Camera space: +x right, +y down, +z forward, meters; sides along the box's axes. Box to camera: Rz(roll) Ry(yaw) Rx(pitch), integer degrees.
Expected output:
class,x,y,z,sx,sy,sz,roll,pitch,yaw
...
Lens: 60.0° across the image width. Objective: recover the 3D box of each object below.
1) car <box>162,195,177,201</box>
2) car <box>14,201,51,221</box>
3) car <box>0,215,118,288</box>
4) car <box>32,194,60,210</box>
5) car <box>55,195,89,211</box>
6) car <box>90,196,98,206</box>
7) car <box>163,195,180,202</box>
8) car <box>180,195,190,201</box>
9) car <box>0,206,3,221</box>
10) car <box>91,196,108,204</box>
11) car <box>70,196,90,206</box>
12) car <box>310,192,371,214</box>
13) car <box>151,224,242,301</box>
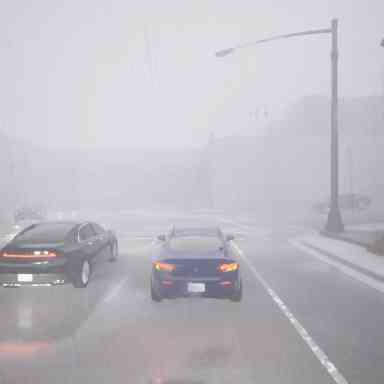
class,x,y,z,sx,sy,sz,roll,pitch,yaw
car,-5.712,1.552,85.254,1.994,1.385,4.181,0,0,24
car,-12.320,1.601,25.602,1.895,1.301,4.718,0,0,-18
car,-3.391,1.505,9.212,1.837,1.490,4.892,0,0,0
car,-18.103,1.220,41.763,2.150,2.045,5.566,0,0,-1
car,-14.571,1.477,40.853,1.882,1.535,5.008,0,0,-2
car,-14.852,1.504,53.227,1.837,1.490,4.892,0,0,-1
car,-4.553,1.355,75.402,2.097,1.767,4.553,0,0,6
car,-2.029,1.524,85.033,1.812,1.442,4.674,0,0,24
car,-15.279,1.352,23.952,2.097,1.767,4.553,0,0,-16
car,-18.571,1.546,67.094,2.033,1.411,5.357,0,0,-1
car,-18.386,1.502,54.882,1.837,1.490,4.892,0,1,-1
car,12.565,0.891,28.345,4.892,1.490,1.837,-7,0,0
car,0.098,1.526,8.195,1.812,1.442,4.674,0,0,0
